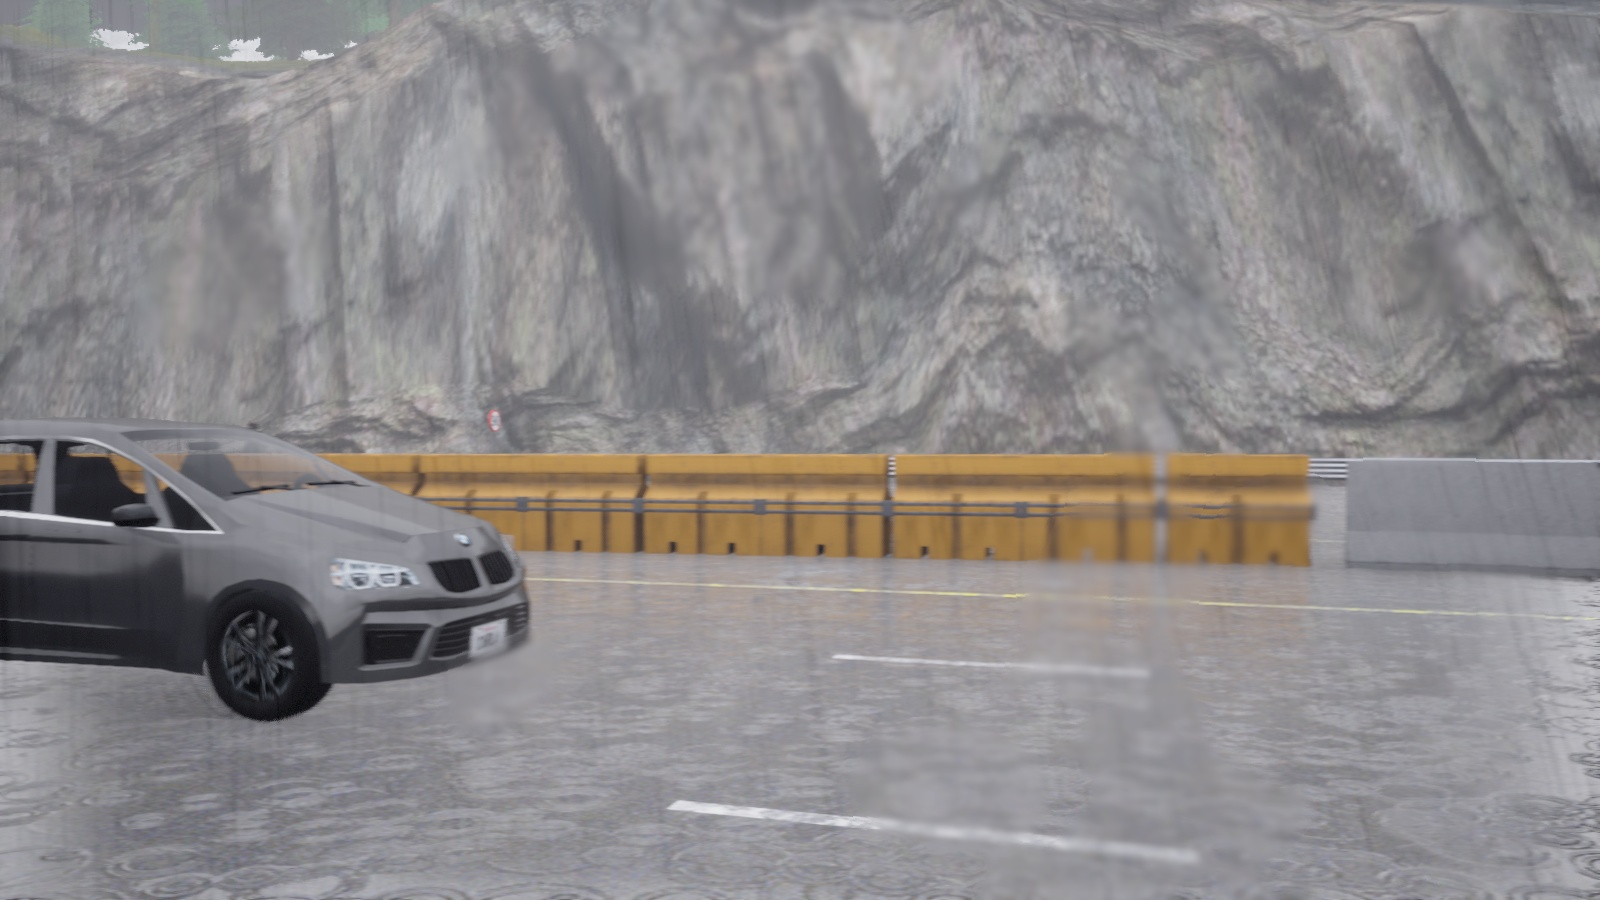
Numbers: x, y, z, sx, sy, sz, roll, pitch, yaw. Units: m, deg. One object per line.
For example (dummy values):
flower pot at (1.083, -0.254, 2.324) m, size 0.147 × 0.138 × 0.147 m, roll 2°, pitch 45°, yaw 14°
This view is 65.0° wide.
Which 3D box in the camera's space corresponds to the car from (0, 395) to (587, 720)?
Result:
car at (-3.987, 0.522, 8.168) m, size 4.611 × 1.667 × 2.242 m, roll 0°, pitch 1°, yaw 16°
